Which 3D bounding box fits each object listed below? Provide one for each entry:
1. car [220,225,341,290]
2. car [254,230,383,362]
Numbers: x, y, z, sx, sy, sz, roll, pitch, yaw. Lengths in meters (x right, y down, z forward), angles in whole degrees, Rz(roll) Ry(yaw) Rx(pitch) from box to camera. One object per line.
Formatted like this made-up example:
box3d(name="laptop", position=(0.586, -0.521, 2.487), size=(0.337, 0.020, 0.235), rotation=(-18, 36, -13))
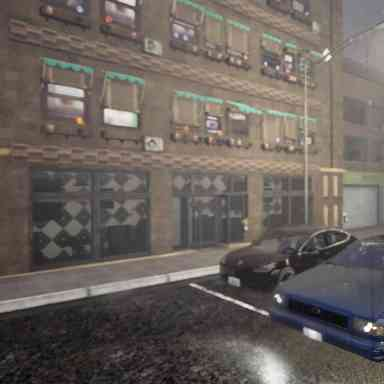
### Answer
box3d(name="car", position=(2.692, 1.568, 8.487), size=(4.313, 1.339, 1.947), rotation=(0, 0, -35))
box3d(name="car", position=(3.797, 1.549, 6.087), size=(5.357, 1.411, 2.033), rotation=(0, 0, -36))
